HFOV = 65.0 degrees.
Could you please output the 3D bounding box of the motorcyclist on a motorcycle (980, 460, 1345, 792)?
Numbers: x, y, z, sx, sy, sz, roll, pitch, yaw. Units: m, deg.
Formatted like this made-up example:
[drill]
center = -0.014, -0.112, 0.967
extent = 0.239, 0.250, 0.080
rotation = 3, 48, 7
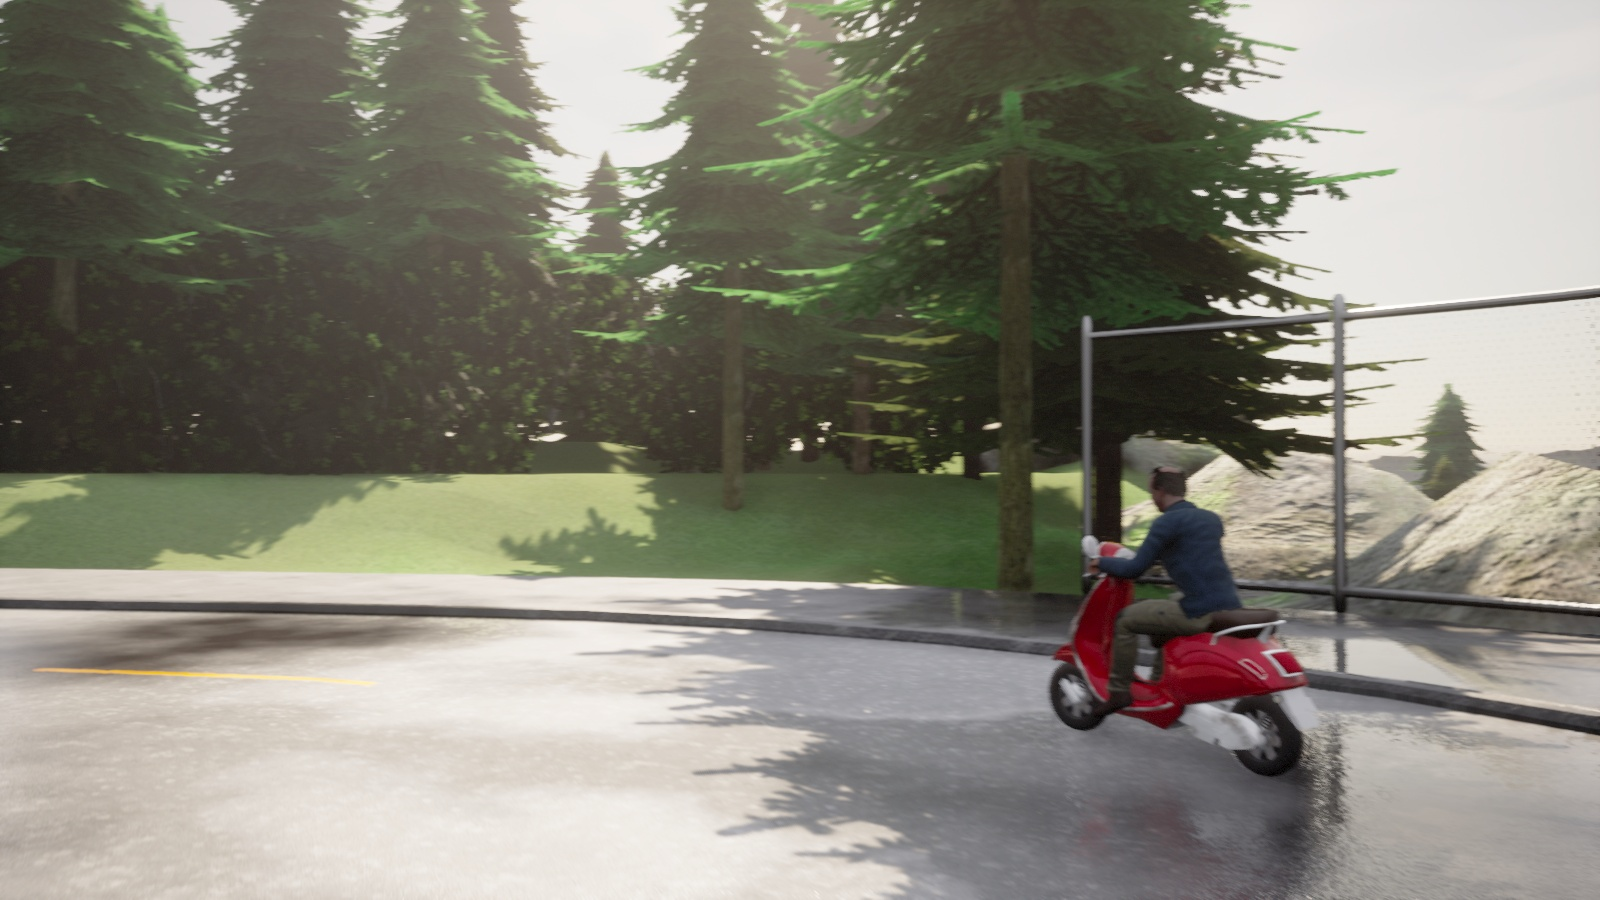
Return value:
[motorcyclist on a motorcycle]
center = 1.972, 0.874, 7.100
extent = 0.866, 1.590, 1.817
rotation = -2, 0, -33
